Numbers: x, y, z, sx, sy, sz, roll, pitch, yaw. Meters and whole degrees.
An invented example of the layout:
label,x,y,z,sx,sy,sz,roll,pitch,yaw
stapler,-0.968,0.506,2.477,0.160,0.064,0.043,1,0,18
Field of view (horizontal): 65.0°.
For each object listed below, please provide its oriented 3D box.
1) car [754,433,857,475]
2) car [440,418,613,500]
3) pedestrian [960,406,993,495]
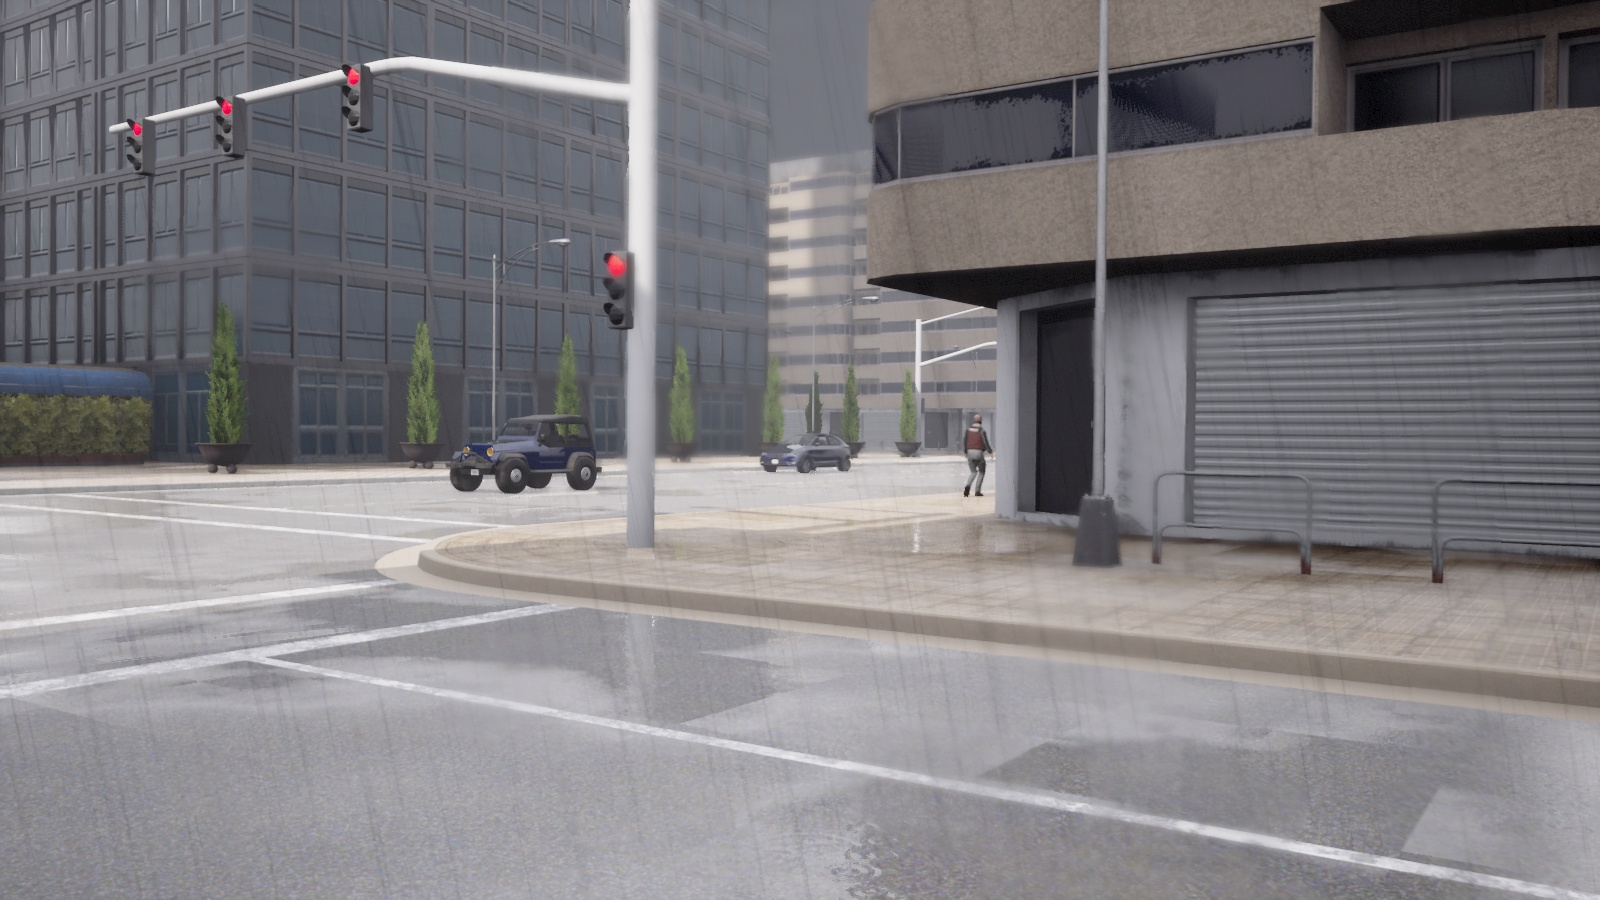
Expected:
label,x,y,z,sx,sy,sz,roll,pitch,yaw
car,0.246,0.113,47.166,1.816,1.474,4.193,0,1,34
car,-6.632,0.179,30.804,1.905,1.878,3.866,0,1,34
pedestrian,3.738,-0.001,26.577,0.376,1.854,0.720,0,1,35
